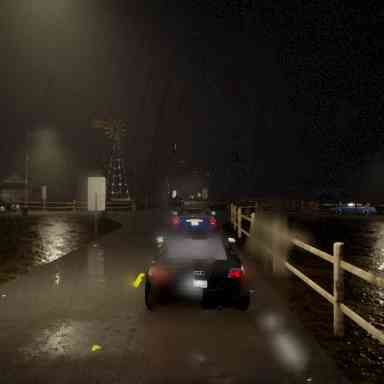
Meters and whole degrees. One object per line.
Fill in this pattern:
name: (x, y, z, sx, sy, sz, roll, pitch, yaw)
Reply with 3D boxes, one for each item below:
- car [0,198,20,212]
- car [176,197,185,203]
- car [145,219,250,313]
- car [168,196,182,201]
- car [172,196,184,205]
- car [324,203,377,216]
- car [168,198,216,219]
car: (-20.263, 1.292, 34.124, 4.892, 1.490, 1.837, 1, -2, 0)
car: (-2.645, 1.933, 76.617, 1.895, 1.301, 4.718, 0, 0, 0)
car: (0.108, 1.573, 7.785, 1.994, 1.385, 4.181, 0, 0, 0)
car: (-2.780, 1.660, 54.282, 1.882, 1.535, 5.008, 0, 0, 1)
car: (-2.691, 1.612, 66.306, 2.097, 1.767, 4.553, 0, 0, 1)
car: (17.898, 1.951, 37.702, 5.357, 1.411, 2.033, 1, -2, 0)
car: (0.118, 1.380, 16.428, 2.097, 1.767, 4.553, 0, 0, 0)
